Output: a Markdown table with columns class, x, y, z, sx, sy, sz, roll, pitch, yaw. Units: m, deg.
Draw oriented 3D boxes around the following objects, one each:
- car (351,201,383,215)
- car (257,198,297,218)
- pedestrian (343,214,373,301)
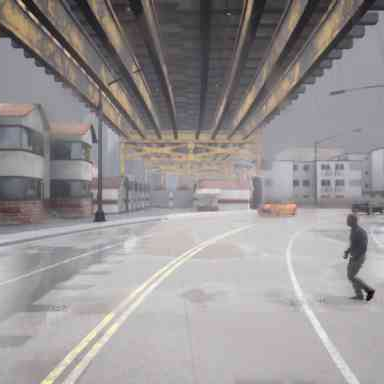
| class | x | y | z | sx | sy | sz | roll | pitch | yaw |
| --- | --- | --- | --- | --- | --- | --- | --- | --- | --- |
| car | 19.214 | 1.706 | 36.094 | 4.902 | 1.511 | 2.128 | 2 | -1 | -35 |
| car | 7.891 | 1.412 | 30.683 | 2.097 | 1.767 | 4.553 | 0 | -1 | 41 |
| pedestrian | 3.400 | 1.289 | 6.853 | 0.375 | 1.860 | 0.375 | 1 | -1 | 10 |
